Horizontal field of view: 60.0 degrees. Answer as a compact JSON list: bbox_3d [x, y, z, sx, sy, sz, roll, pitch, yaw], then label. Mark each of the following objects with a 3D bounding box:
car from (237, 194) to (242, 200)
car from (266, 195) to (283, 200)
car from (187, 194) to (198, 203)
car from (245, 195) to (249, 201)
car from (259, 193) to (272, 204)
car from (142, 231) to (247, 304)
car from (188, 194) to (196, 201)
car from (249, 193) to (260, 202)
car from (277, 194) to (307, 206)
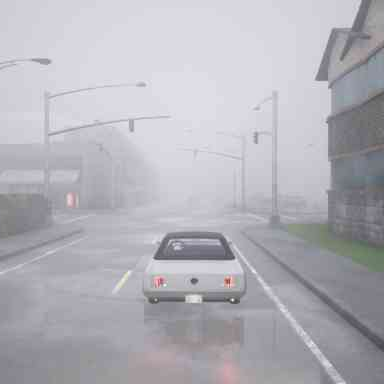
[{"bbox_3d":[13.900,1.389,88.768,3.633,1.501,1.845,0,0,0],"label":"car"},{"bbox_3d":[21.320,1.399,85.787,3.806,1.475,1.970,0,0,0],"label":"car"},{"bbox_3d":[0.120,1.355,67.952,2.097,1.767,4.553,0,0,-2],"label":"car"},{"bbox_3d":[13.762,1.112,70.184,4.605,1.855,1.932,0,0,0],"label":"car"},{"bbox_3d":[14.173,1.169,54.484,5.027,1.636,2.152,0,0,0],"label":"car"},{"bbox_3d":[0.059,1.601,8.100,1.895,1.301,4.718,0,0,1],"label":"car"},{"bbox_3d":[0.013,1.355,82.328,2.097,1.767,4.553,0,0,0],"label":"car"},{"bbox_3d":[14.174,1.092,67.278,3.866,1.878,1.905,0,0,0],"label":"car"},{"bbox_3d":[14.497,1.247,48.066,3.806,1.475,1.970,0,0,0],"label":"car"}]
